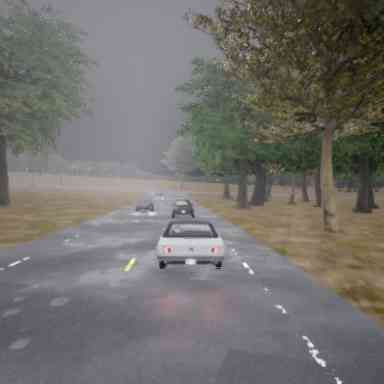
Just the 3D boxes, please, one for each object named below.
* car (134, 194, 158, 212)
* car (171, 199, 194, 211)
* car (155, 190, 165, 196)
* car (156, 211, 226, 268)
[{"bbox_3d":[-4.842,1.264,34.750,1.837,1.490,4.892,0,0,-3],"label":"car"},{"bbox_3d":[-0.796,1.356,28.534,1.812,1.442,4.674,0,0,-3],"label":"car"},{"bbox_3d":[-7.231,0.237,75.852,1.994,1.385,4.181,0,2,-3],"label":"car"},{"bbox_3d":[-0.068,1.562,11.105,1.895,1.301,4.718,0,0,-1],"label":"car"}]
